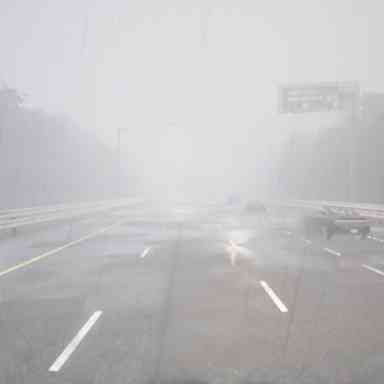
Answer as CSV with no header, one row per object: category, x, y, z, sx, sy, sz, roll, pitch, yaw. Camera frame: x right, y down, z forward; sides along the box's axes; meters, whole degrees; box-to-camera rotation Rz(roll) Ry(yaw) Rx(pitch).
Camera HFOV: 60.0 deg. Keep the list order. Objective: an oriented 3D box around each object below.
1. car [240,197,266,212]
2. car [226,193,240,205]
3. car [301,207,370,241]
car,7.061,1.555,37.911,1.994,1.385,4.181,0,0,0
car,7.097,1.224,56.913,2.150,2.045,5.566,0,0,0
car,7.021,1.488,16.810,2.128,1.511,4.902,0,0,0
